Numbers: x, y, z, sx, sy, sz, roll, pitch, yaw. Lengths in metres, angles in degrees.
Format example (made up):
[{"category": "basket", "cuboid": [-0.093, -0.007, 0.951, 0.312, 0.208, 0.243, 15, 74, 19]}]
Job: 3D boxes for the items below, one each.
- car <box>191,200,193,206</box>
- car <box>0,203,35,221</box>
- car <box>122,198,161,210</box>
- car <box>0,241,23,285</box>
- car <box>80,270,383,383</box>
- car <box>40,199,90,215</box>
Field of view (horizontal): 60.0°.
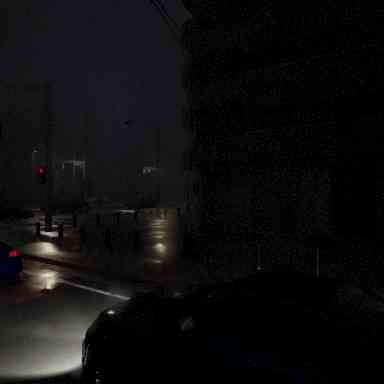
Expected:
[{"category": "car", "cuboid": [1.664, 1.447, 52.782, 1.837, 1.490, 4.892, 0, 1, 36]}, {"category": "car", "cuboid": [-14.356, 1.492, 24.017, 2.033, 1.411, 5.357, 0, 0, 35]}, {"category": "car", "cuboid": [-6.231, 1.492, 41.888, 2.033, 1.411, 5.357, 0, 0, 36]}, {"category": "car", "cuboid": [-6.097, 1.564, 8.319, 4.181, 1.385, 1.994, 0, 0, 36]}, {"category": "car", "cuboid": [0.755, 1.564, 3.452, 4.181, 1.385, 1.994, 0, 0, 36]}, {"category": "car", "cuboid": [-12.565, 1.449, 33.121, 1.837, 1.490, 4.892, 0, 0, 36]}]
